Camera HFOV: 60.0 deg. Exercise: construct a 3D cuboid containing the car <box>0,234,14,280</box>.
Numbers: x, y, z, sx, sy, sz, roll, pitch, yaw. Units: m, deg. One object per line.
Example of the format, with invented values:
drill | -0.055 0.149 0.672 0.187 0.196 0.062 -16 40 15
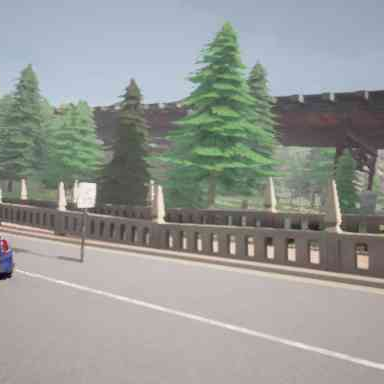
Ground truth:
car | -6.743 1.377 8.796 4.553 1.767 2.097 0 0 35
